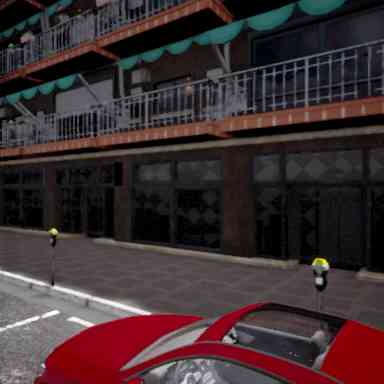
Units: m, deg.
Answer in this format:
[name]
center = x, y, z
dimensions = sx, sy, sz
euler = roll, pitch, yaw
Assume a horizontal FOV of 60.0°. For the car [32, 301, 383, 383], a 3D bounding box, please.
[car]
center = 0.486, 1.580, 2.531
dimensions = 4.206, 1.307, 1.802
euler = 0, 0, 35
